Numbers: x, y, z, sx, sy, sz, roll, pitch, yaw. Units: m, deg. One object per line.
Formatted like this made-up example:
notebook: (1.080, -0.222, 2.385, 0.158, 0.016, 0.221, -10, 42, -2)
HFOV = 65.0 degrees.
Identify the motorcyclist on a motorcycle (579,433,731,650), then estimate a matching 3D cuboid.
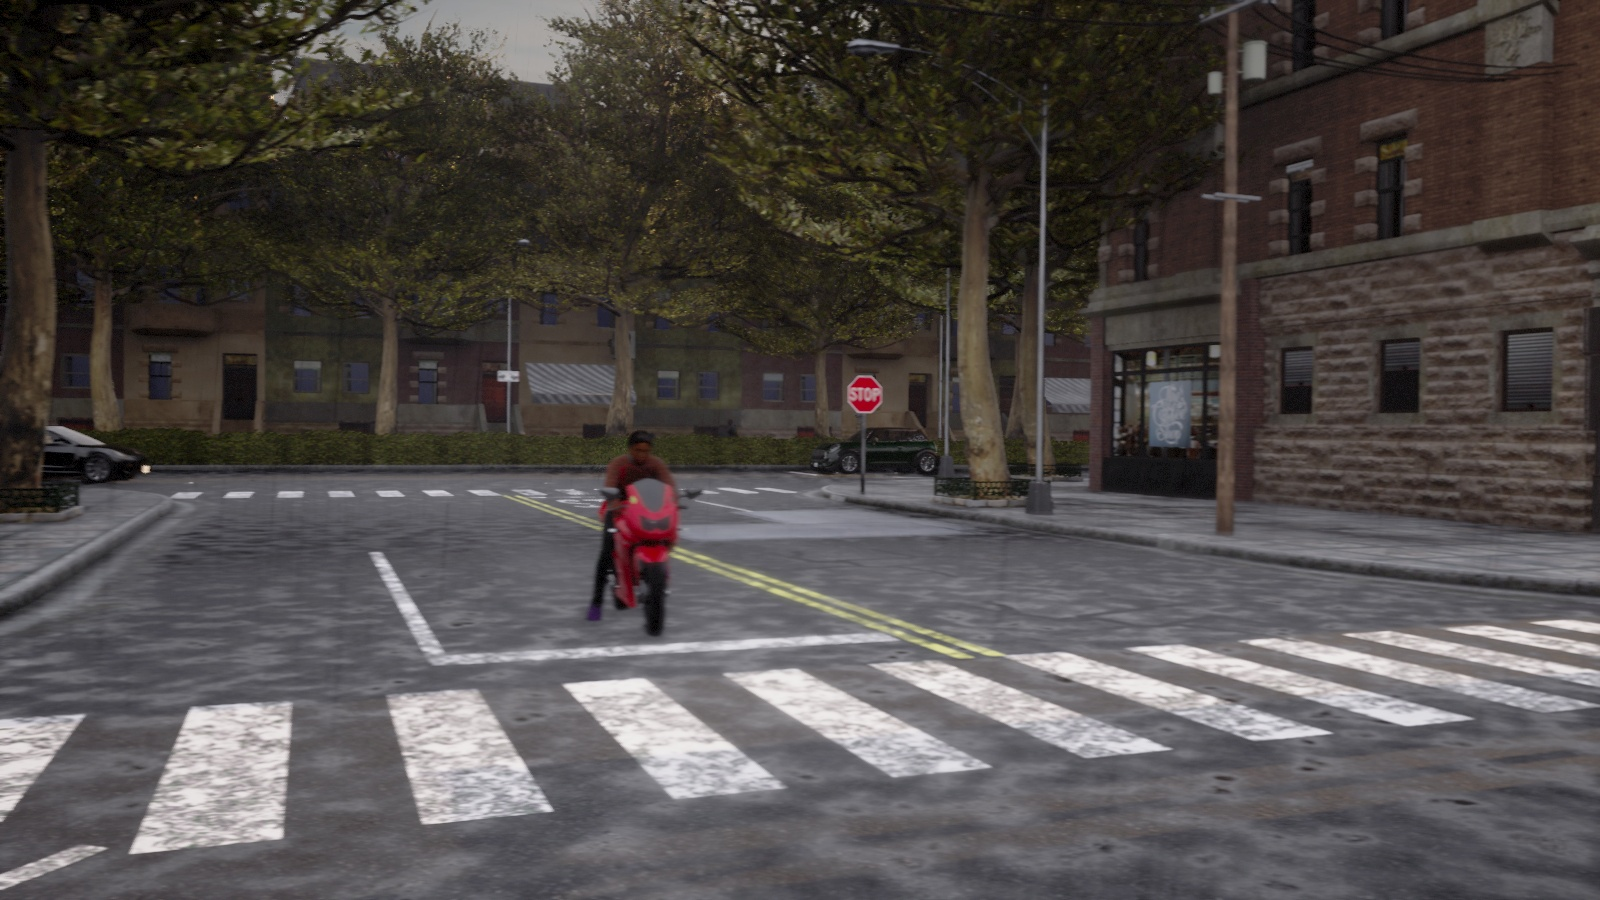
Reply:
motorcyclist on a motorcycle: (-1.201, 0.631, 9.950, 0.797, 1.523, 2.044, -1, 1, -18)

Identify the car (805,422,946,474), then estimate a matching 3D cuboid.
car: (2.701, -0.106, 44.933, 4.553, 1.767, 2.097, -1, 1, -21)

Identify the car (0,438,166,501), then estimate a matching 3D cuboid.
car: (-19.168, 0.480, 32.149, 4.792, 1.488, 2.163, -1, 1, -9)
